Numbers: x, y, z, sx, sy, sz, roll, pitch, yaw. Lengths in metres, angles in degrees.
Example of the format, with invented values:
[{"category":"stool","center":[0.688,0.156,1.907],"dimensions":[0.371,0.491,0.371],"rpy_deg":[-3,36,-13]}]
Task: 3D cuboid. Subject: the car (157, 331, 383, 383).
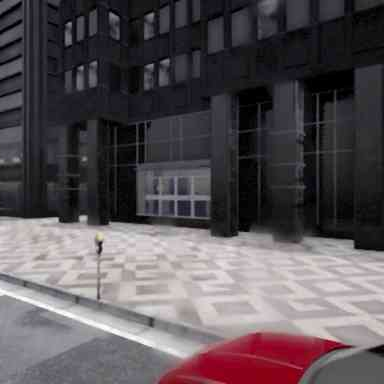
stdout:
[{"category":"car","center":[1.724,1.544,1.732],"dimensions":[4.507,1.381,1.887],"rpy_deg":[0,0,35]}]
